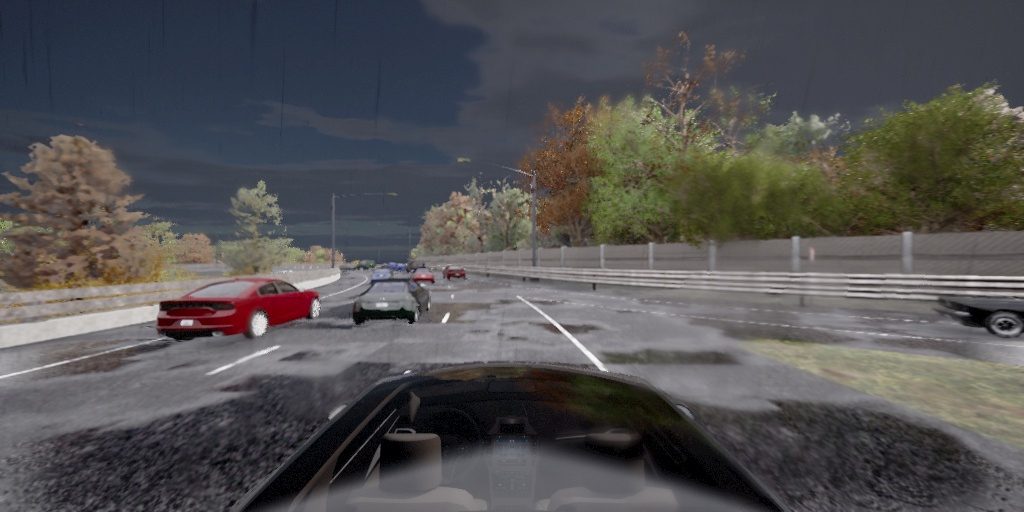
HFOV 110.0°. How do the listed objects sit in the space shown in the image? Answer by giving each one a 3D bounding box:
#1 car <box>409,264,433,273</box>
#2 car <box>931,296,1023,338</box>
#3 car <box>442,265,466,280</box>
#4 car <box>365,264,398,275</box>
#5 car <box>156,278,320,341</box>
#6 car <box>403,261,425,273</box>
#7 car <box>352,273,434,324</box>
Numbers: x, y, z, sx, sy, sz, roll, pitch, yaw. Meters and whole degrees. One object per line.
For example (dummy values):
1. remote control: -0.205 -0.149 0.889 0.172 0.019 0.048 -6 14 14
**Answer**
1. car: -8.356 1.754 33.471 1.994 1.385 4.181 0 -1 -16
2. car: 13.912 1.368 8.697 4.718 1.301 1.895 -1 -1 34
3. car: -6.177 1.711 37.835 1.882 1.535 5.008 0 -1 -19
4. car: -11.431 1.732 31.818 2.033 1.411 5.357 0 -1 -17
5. car: -7.474 1.376 10.504 1.882 1.535 5.008 0 -1 -4
6. car: -15.744 1.768 58.888 2.150 2.045 5.566 0 -1 -31
7. car: -4.119 1.474 12.824 1.994 1.385 4.181 0 -1 -6
